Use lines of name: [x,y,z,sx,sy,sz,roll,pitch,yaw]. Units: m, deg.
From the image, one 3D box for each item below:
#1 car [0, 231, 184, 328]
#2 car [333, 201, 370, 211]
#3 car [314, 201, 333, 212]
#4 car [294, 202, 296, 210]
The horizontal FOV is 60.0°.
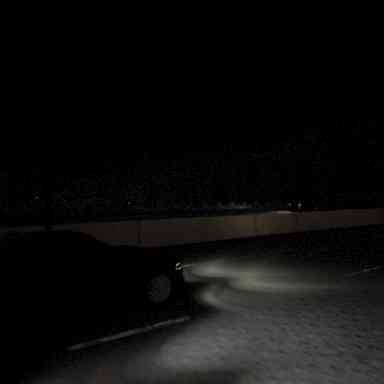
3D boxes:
car: [-2.476,1.482,6.283,5.008,1.535,1.882,0,0,-36]
car: [19.121,1.868,39.178,4.892,1.490,1.837,2,-1,-35]
car: [17.107,1.855,42.040,4.902,1.511,2.128,1,-1,-35]
car: [15.079,1.715,44.889,4.553,1.767,2.097,1,-1,-35]
